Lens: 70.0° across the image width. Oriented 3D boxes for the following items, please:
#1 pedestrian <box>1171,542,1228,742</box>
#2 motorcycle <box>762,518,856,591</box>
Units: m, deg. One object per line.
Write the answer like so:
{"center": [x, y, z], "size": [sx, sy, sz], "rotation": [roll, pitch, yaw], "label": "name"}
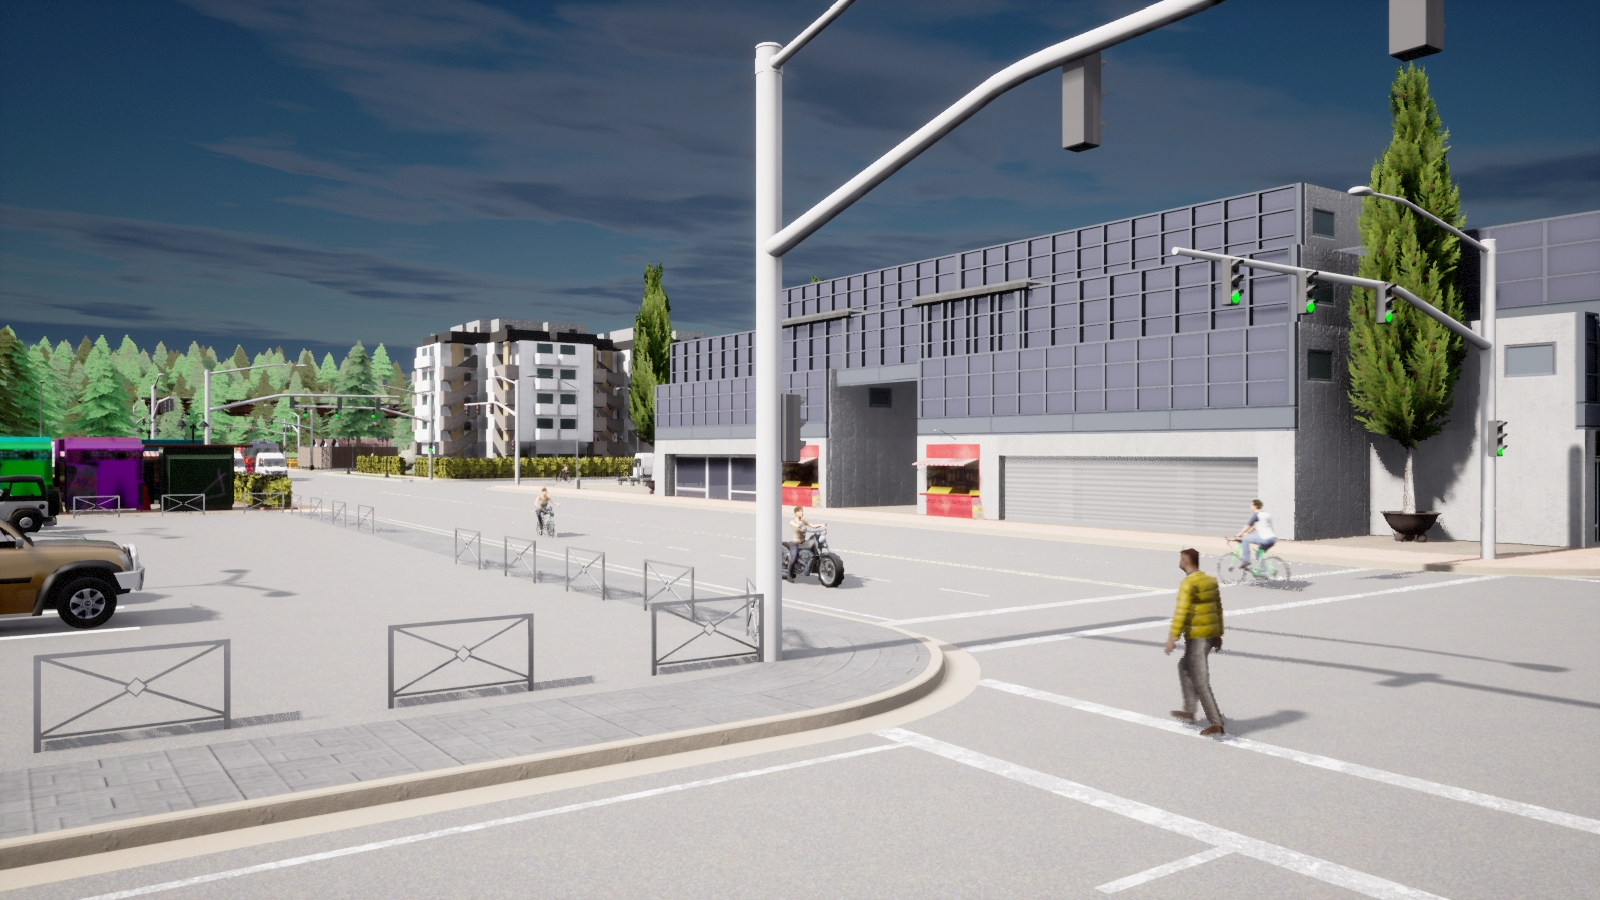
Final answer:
{"center": [3.891, 1.849, 11.132], "size": [0.375, 1.860, 0.375], "rotation": [0, 0, -34], "label": "pedestrian"}
{"center": [0.165, 2.155, 23.900], "size": [0.764, 1.307, 2.356], "rotation": [0, 0, -34], "label": "motorcycle"}
